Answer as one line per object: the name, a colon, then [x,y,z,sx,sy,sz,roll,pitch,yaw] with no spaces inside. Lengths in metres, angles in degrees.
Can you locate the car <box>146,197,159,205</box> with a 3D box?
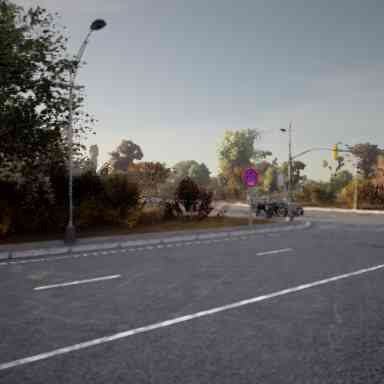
car: [-5.611,1.480,52.643,2.033,1.411,5.357,0,1,-32]

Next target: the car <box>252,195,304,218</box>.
car: [7.836,1.344,31.321,2.150,2.045,5.566,0,2,-32]
